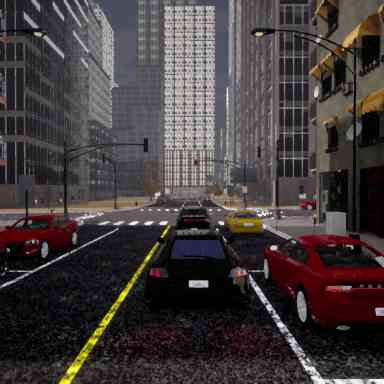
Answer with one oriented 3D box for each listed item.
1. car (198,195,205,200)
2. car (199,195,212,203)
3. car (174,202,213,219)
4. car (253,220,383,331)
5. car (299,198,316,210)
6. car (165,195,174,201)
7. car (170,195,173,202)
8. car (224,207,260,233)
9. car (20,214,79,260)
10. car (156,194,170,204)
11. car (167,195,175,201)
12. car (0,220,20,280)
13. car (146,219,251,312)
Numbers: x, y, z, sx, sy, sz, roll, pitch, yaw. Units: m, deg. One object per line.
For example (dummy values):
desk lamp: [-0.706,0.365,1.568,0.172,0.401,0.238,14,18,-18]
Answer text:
car: [2.741,1.582,94.826,1.802,1.307,4.206,-1,0,0]
car: [2.718,1.437,61.468,1.967,1.590,4.097,-1,0,0]
car: [0.088,1.503,17.763,1.837,1.490,4.892,0,0,-1]
car: [2.686,1.544,6.895,1.887,1.381,4.507,-1,0,0]
car: [14.274,1.256,37.060,4.507,1.381,1.887,-1,1,0]
car: [-5.648,1.524,83.543,1.752,1.417,4.829,-1,0,0]
car: [-5.659,1.313,67.034,2.192,1.841,5.009,-1,0,0]
car: [2.693,1.523,18.112,1.752,1.417,4.829,-1,0,0]
car: [-5.691,1.543,12.438,1.887,1.381,4.507,-1,0,0]
car: [-5.660,1.542,61.474,1.887,1.381,4.507,-1,0,0]
car: [-5.643,1.544,89.272,1.887,1.381,4.507,-1,0,0]
car: [-5.696,1.439,6.914,1.967,1.590,4.097,-1,0,0]
car: [0.108,1.563,7.778,1.994,1.385,4.181,0,0,0]
